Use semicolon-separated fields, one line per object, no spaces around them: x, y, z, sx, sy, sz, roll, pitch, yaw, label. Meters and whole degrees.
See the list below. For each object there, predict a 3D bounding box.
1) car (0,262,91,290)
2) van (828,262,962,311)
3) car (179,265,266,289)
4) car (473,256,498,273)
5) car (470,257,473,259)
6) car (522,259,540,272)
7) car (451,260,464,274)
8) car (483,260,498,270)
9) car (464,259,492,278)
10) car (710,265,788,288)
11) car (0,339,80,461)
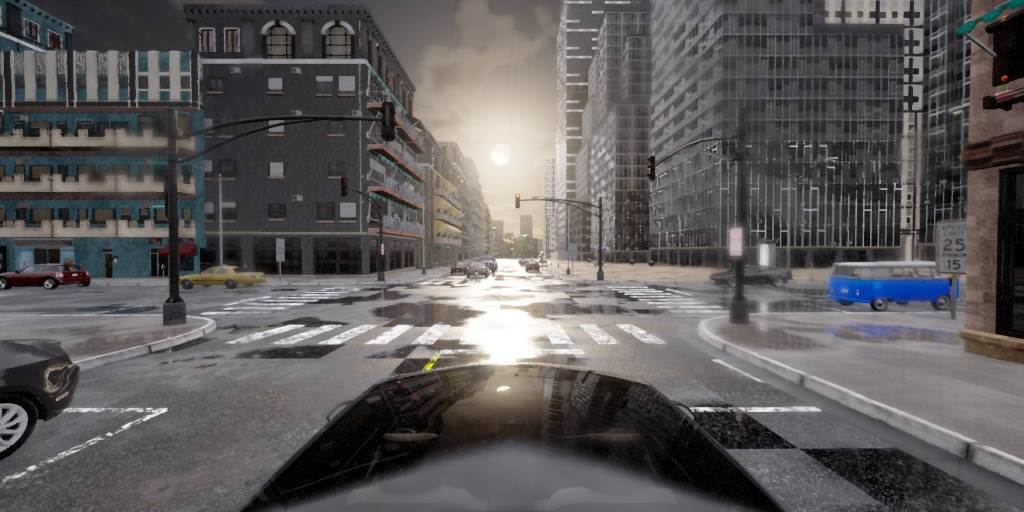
-28.819;1.189;22.060;4.097;1.591;1.967;0;0;0;car
14.667;1.117;13.834;3.998;1.789;1.690;0;0;0;van
-17.921;1.247;22.099;4.829;1.417;1.751;0;0;0;car
-3.175;0.966;44.087;2.150;2.045;5.566;0;0;0;car
-5.775;1.184;45.854;1.967;1.591;4.097;0;0;0;car
2.573;1.289;45.928;1.888;1.381;4.507;0;0;0;car
-5.764;1.289;40.205;1.888;1.381;4.507;0;0;0;car
-3.184;1.309;54.061;1.994;1.385;4.181;0;0;0;car
-3.160;1.270;34.181;1.812;1.442;4.674;0;0;0;car
14.637;1.216;22.214;4.313;1.339;1.948;0;0;0;car
-5.691;1.300;2.139;2.007;1.370;4.403;0;0;0;car
